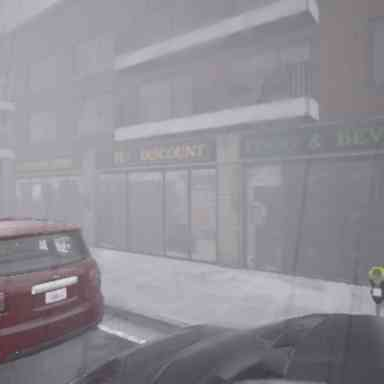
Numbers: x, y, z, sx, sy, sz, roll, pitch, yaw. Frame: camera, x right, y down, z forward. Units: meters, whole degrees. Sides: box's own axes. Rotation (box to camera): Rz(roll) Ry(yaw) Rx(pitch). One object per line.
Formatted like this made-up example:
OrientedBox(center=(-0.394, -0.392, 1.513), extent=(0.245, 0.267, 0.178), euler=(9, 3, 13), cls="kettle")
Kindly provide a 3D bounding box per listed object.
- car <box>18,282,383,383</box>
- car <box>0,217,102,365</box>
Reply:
OrientedBox(center=(0.974, 1.568, 2.154), extent=(4.313, 1.339, 1.947), euler=(0, 0, 36), cls="car")
OrientedBox(center=(-3.581, 1.342, 5.403), extent=(5.009, 1.841, 2.192), euler=(0, 0, 36), cls="car")
